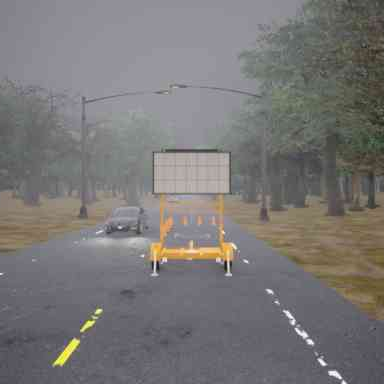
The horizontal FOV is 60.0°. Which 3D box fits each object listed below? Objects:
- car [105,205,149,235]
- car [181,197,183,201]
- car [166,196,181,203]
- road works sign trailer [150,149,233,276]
[{"bbox_3d":[-3.589,1.528,19.054,1.837,1.490,4.892,0,0,0],"label":"car"},{"bbox_3d":[-3.443,1.716,87.204,1.994,1.385,4.181,0,0,0],"label":"car"},{"bbox_3d":[-3.535,1.448,60.701,2.097,1.767,4.553,0,0,0],"label":"car"},{"bbox_3d":[-0.010,0.476,10.372,2.380,3.560,2.880,0,0,0],"label":"road works sign trailer"}]
